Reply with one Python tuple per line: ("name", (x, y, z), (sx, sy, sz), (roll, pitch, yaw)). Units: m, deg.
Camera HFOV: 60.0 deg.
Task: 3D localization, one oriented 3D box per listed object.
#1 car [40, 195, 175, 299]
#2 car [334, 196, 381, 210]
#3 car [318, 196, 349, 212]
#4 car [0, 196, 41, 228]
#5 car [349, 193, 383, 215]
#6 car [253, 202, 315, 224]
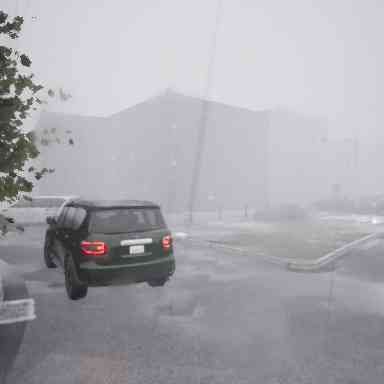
("car", (-2.451, 1.223, 8.844), (2.150, 2.045, 5.566), (0, 0, -31))
("car", (19.805, 1.303, 39.981), (2.002, 1.452, 4.674), (-1, 0, -40))
("car", (17.683, 1.291, 38.221), (2.097, 1.535, 5.008), (-1, 0, -40))
("car", (-9.155, 1.226, 19.825), (5.566, 2.045, 2.150), (0, 1, 2))
("car", (17.624, 1.195, 32.285), (4.553, 1.767, 2.097), (0, 0, -40))
("car", (6.540, 1.513, 24.329), (4.181, 1.385, 1.994), (0, 0, -30))
